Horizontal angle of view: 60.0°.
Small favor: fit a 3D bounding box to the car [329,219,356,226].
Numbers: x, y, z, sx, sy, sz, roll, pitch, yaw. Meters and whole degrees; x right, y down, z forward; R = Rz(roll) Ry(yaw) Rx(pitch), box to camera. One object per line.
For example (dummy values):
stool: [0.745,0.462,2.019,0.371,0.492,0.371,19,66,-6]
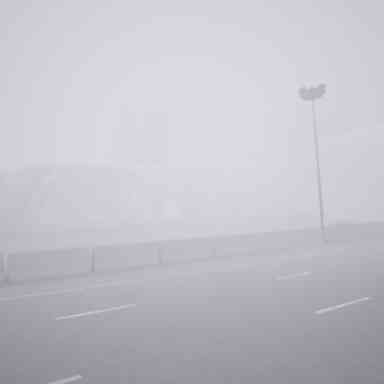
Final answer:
car: [17.246,3.814,37.971,4.181,1.385,1.994,2,-6,-43]
